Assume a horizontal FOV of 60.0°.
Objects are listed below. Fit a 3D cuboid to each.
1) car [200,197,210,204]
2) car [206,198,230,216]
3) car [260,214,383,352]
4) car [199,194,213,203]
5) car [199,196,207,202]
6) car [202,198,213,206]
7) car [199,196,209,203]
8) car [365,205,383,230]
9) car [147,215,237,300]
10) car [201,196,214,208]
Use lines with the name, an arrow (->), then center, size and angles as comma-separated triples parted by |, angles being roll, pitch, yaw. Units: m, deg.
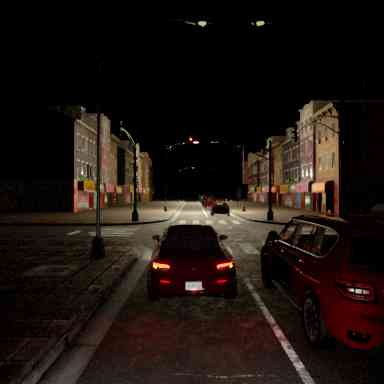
car -> 2.726, 1.729, 70.629 | 1.802, 1.307, 4.206 | 0, 0, 0
car -> 2.684, 1.583, 32.568 | 1.887, 1.381, 4.507 | 1, 0, 0
car -> 2.657, 1.318, 6.138 | 2.192, 1.841, 5.009 | 1, 0, 0
car -> 2.710, 1.407, 54.318 | 2.192, 1.841, 5.009 | 1, 0, 0
car -> 2.744, 1.780, 86.942 | 1.947, 1.339, 4.313 | 0, 0, 0
car -> 2.714, 1.691, 59.755 | 1.802, 1.307, 4.206 | 0, 0, 0
car -> 2.732, 1.719, 76.067 | 2.008, 1.369, 4.403 | 0, 0, 0
car -> 13.566, 1.583, 20.717 | 4.674, 1.442, 1.812 | 0, -1, 0
car -> -0.041, 1.530, 8.291 | 1.812, 1.442, 4.674 | 0, 0, -2
car -> 2.702, 1.621, 48.880 | 1.887, 1.381, 4.507 | 1, 0, 0
